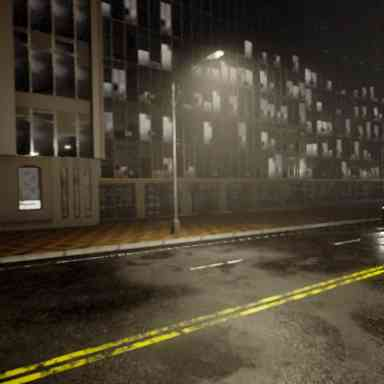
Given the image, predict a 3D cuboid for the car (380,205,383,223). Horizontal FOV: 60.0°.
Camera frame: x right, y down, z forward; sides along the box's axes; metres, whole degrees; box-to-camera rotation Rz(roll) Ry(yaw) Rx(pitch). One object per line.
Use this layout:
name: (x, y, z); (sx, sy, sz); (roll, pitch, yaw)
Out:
car: (14.821, 1.052, 22.180); (5.566, 2.045, 2.150); (0, 0, -35)
